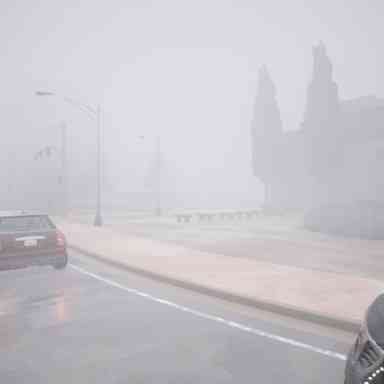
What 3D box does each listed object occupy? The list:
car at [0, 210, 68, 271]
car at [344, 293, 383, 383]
[{"bbox_3d":[-5.584,1.352,10.316,2.097,1.767,4.553,0,0,-40],"label":"car"},{"bbox_3d":[3.729,1.224,1.482,5.566,2.045,2.150,0,0,33],"label":"car"}]
